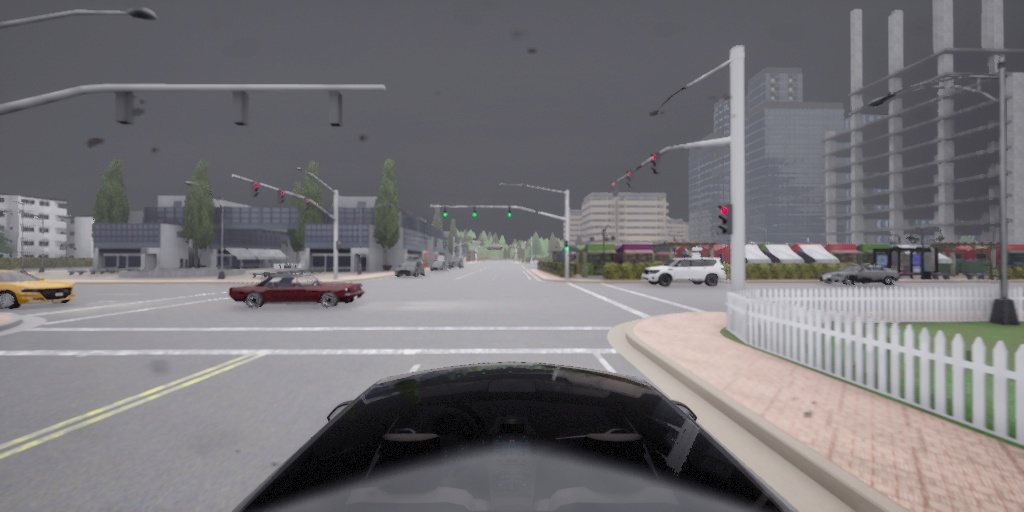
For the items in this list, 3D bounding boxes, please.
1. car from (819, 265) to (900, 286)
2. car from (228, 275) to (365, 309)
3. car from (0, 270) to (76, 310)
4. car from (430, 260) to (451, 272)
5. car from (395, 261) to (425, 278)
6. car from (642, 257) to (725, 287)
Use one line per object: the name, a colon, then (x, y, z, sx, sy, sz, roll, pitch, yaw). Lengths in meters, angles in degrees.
car: (25.285, 1.385, 26.203, 4.902, 1.511, 2.128, 0, 0, -1)
car: (-8.740, 1.429, 14.917, 4.718, 1.301, 1.895, 0, 0, -1)
car: (-21.058, 1.304, 14.608, 5.008, 1.535, 1.882, 0, 0, -2)
car: (-10.584, 1.552, 52.075, 1.837, 1.490, 4.892, 0, -1, 0)
car: (-10.609, 1.313, 37.507, 2.097, 1.767, 4.553, 0, 0, 0)
car: (12.328, 1.113, 25.878, 5.566, 2.045, 2.150, 0, 0, -1)
